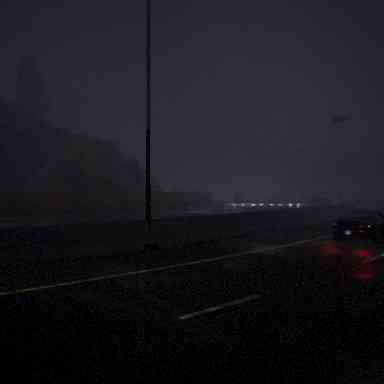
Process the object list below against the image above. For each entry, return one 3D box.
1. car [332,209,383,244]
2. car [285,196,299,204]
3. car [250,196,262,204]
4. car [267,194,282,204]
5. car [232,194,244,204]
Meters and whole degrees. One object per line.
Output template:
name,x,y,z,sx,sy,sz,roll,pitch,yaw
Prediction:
car,8.194,1.532,15.710,1.812,1.442,4.674,0,0,44
car,19.618,1.560,65.336,1.812,1.442,4.674,0,0,5
car,12.640,1.511,65.887,1.882,1.535,5.008,0,0,5
car,16.127,1.326,65.581,2.150,2.045,5.566,0,0,5
car,9.149,1.326,66.132,2.150,2.045,5.566,0,0,5
